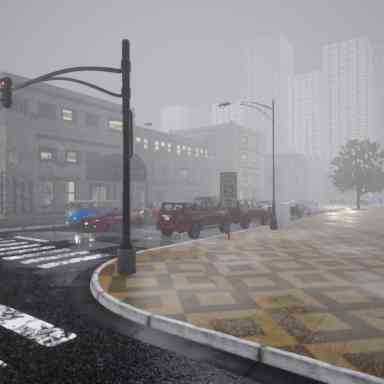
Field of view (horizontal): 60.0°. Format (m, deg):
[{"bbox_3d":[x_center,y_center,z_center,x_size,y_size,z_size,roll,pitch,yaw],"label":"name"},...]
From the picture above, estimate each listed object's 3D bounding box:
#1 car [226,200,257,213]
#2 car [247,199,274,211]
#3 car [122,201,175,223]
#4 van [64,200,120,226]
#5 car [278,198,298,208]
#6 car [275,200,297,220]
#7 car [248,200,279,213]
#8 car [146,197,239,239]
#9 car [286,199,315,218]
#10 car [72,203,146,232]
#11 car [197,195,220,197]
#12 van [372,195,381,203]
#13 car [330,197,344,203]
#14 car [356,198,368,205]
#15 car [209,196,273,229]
[{"bbox_3d":[6.140,1.706,40.622,2.008,1.369,4.403,-1,-1,35],"label":"car"},{"bbox_3d":[9.335,1.728,45.128,2.008,1.369,4.403,-1,-1,35],"label":"car"},{"bbox_3d":[-3.445,1.536,27.104,1.967,1.590,4.097,-1,-1,35],"label":"car"},{"bbox_3d":[-6.640,1.419,22.598,1.690,1.788,3.998,-1,-1,35],"label":"van"},{"bbox_3d":[15.626,1.747,54.002,1.752,1.417,4.829,-1,-1,35],"label":"car"},{"bbox_3d":[6.588,1.619,26.765,1.887,1.381,4.507,-1,-1,35],"label":"car"},{"bbox_3d":[8.568,1.671,39.535,1.812,1.442,4.674,0,0,36],"label":"car"},{"bbox_3d":[0.197,1.352,17.754,2.192,1.841,5.009,-1,-1,35],"label":"car"},{"bbox_3d":[9.784,1.660,31.271,1.947,1.339,4.313,-1,-1,35],"label":"car"},{"bbox_3d":[-4.887,1.628,20.594,1.994,1.385,4.181,0,0,35],"label":"car"},{"bbox_3d":[1.259,1.321,29.255,2.150,2.045,5.566,0,0,35],"label":"car"},{"bbox_3d":[44.927,1.697,80.844,1.690,1.788,3.998,-1,-1,35],"label":"van"},{"bbox_3d":[34.896,1.920,81.179,2.008,1.369,4.403,-1,-1,35],"label":"car"},{"bbox_3d":[32.149,1.804,62.816,2.008,1.369,4.403,-1,-1,35],"label":"car"},{"bbox_3d":[3.392,1.370,22.260,2.192,1.841,5.009,-1,-1,35],"label":"car"}]
